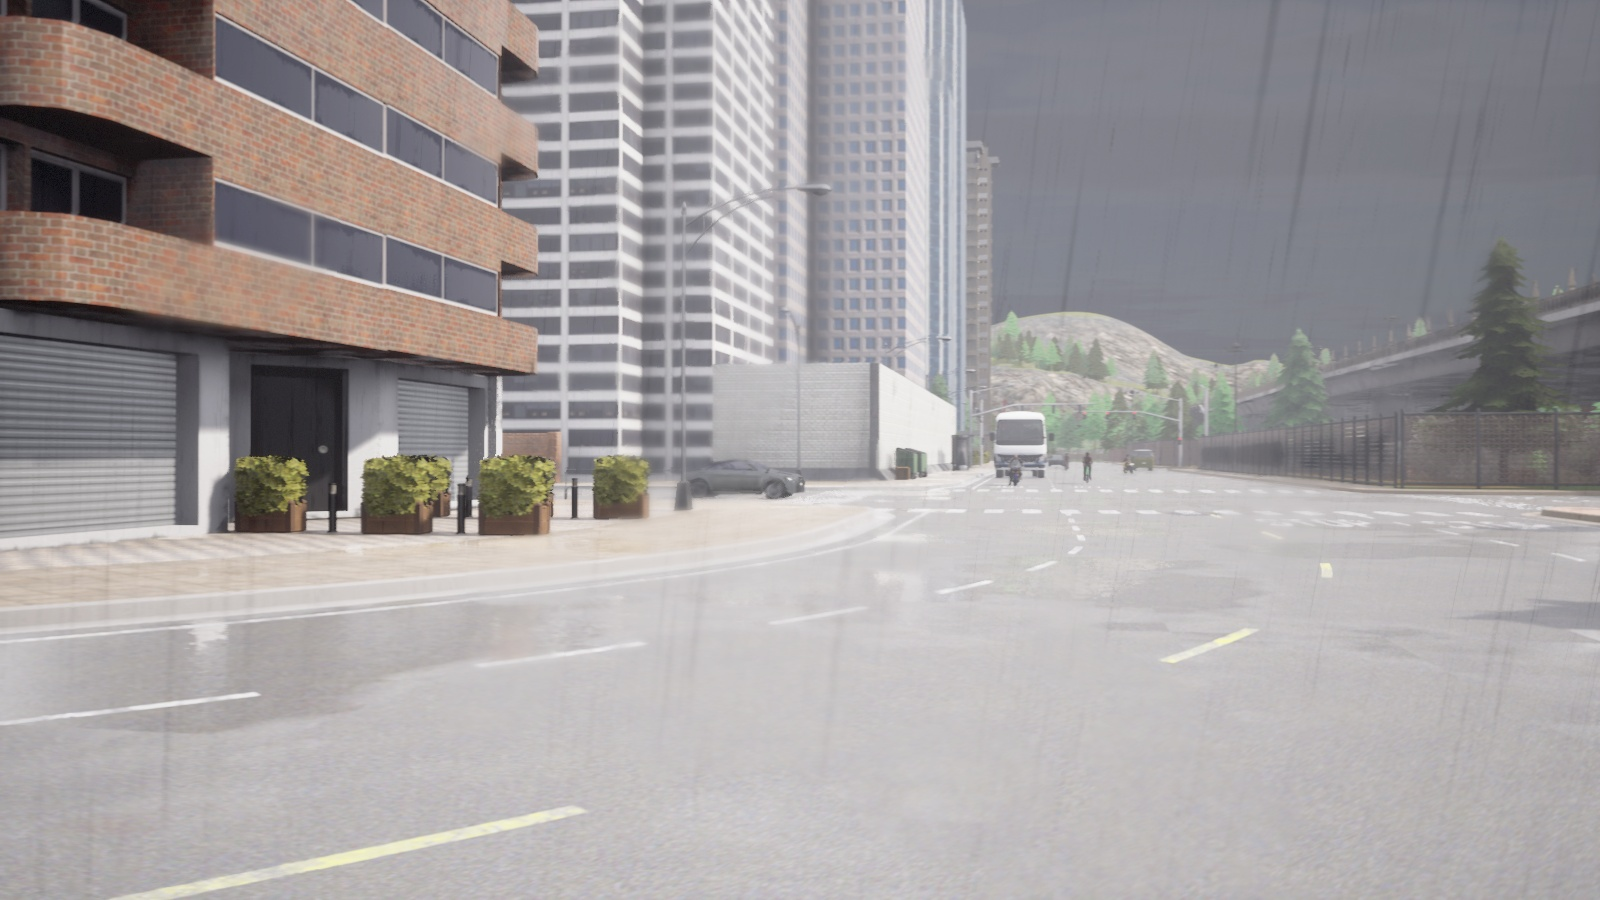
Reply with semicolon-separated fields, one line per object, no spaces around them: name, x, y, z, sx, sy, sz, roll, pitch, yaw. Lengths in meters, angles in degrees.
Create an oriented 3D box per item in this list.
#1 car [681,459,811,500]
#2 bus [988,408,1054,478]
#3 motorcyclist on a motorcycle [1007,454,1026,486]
car;-1.853;1.015;43.750;4.181;1.385;1.994;0;0;10
bus;14.523;-0.398;82.229;3.944;4.253;10.273;0;0;11
motorcyclist on a motorcycle;10.381;0.952;60.240;0.866;1.530;2.191;0;0;11
